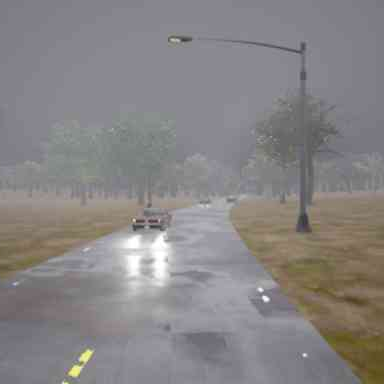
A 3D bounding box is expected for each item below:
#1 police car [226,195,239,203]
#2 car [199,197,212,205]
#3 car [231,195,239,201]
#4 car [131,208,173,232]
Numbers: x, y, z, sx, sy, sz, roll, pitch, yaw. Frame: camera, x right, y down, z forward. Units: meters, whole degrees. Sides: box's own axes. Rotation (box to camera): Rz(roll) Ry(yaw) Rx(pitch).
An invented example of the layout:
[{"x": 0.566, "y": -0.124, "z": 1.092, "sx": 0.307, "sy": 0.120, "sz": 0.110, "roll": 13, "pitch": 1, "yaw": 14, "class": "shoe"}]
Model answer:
[{"x": 8.550, "y": 1.560, "z": 72.507, "sx": 1.930, "sy": 1.638, "sz": 5.238, "roll": 0, "pitch": 0, "yaw": 10, "class": "police car"}, {"x": 2.567, "y": 1.669, "z": 61.397, "sx": 2.033, "sy": 1.411, "sz": 5.357, "roll": 0, "pitch": 0, "yaw": 11, "class": "car"}, {"x": 11.363, "y": 1.646, "z": 88.148, "sx": 1.837, "sy": 1.490, "sz": 4.892, "roll": 0, "pitch": 0, "yaw": 10, "class": "car"}, {"x": -2.401, "y": 1.685, "z": 20.764, "sx": 1.895, "sy": 1.301, "sz": 4.718, "roll": 0, "pitch": 0, "yaw": 4, "class": "car"}]
